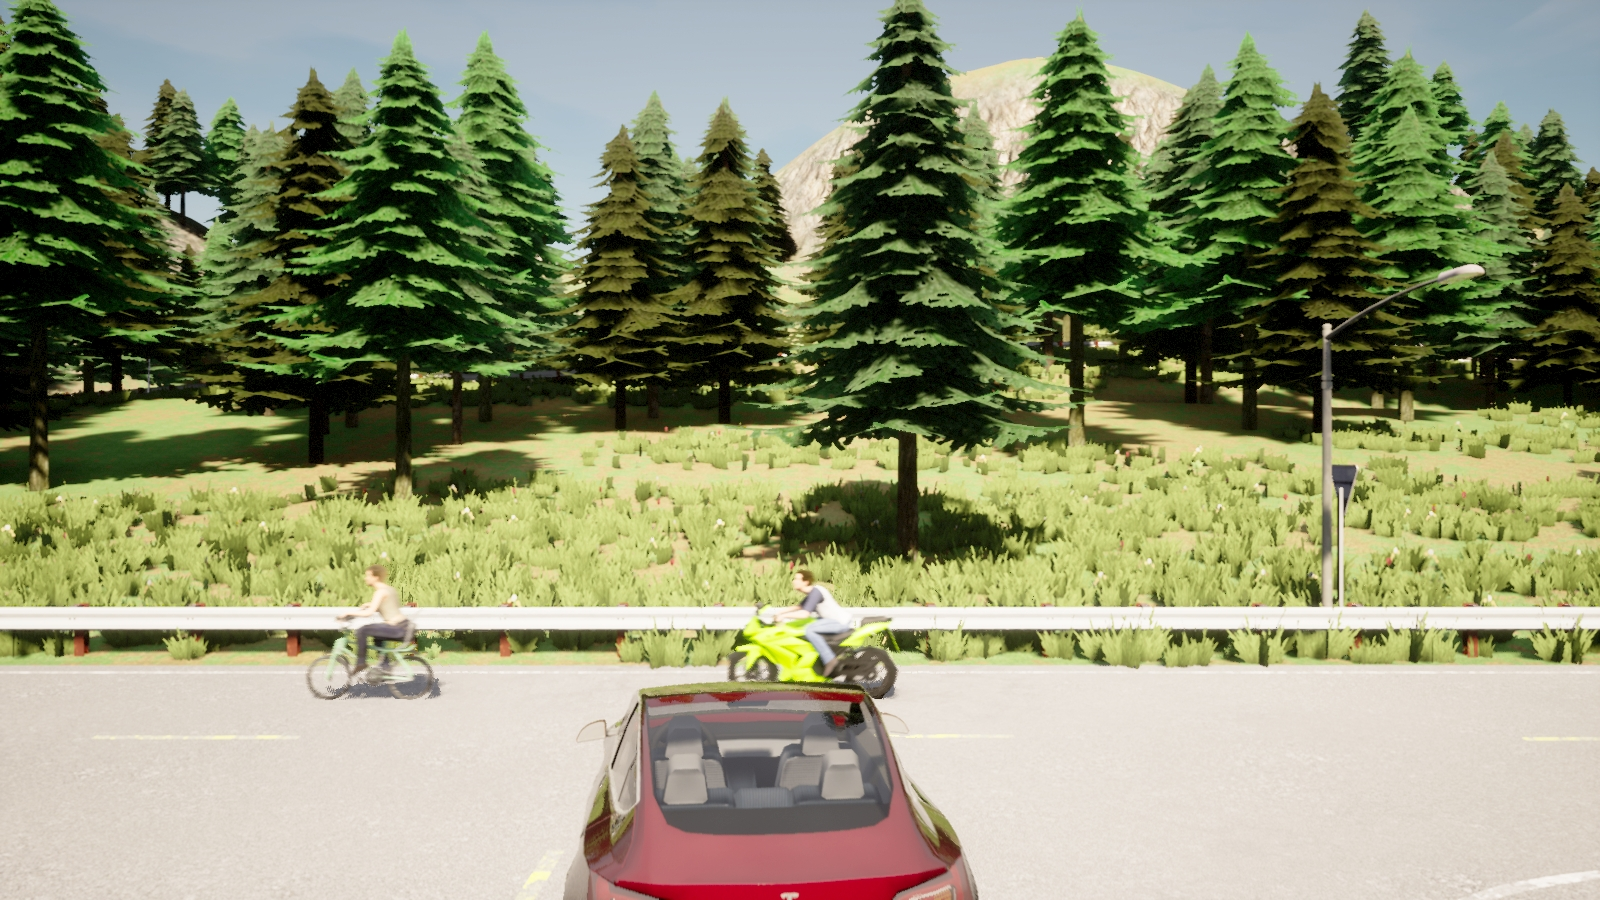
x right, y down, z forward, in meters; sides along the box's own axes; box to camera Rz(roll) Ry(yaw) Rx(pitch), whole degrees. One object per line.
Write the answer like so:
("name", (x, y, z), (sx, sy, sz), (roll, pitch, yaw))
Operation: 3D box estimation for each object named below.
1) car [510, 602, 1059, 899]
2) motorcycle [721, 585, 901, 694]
("car", (-0.293, 1.959, 6.857), (2.163, 1.488, 4.792), (0, -1, -6))
("motorcycle", (0.128, 2.201, 13.393), (2.033, 1.145, 0.803), (1, -1, 0))
